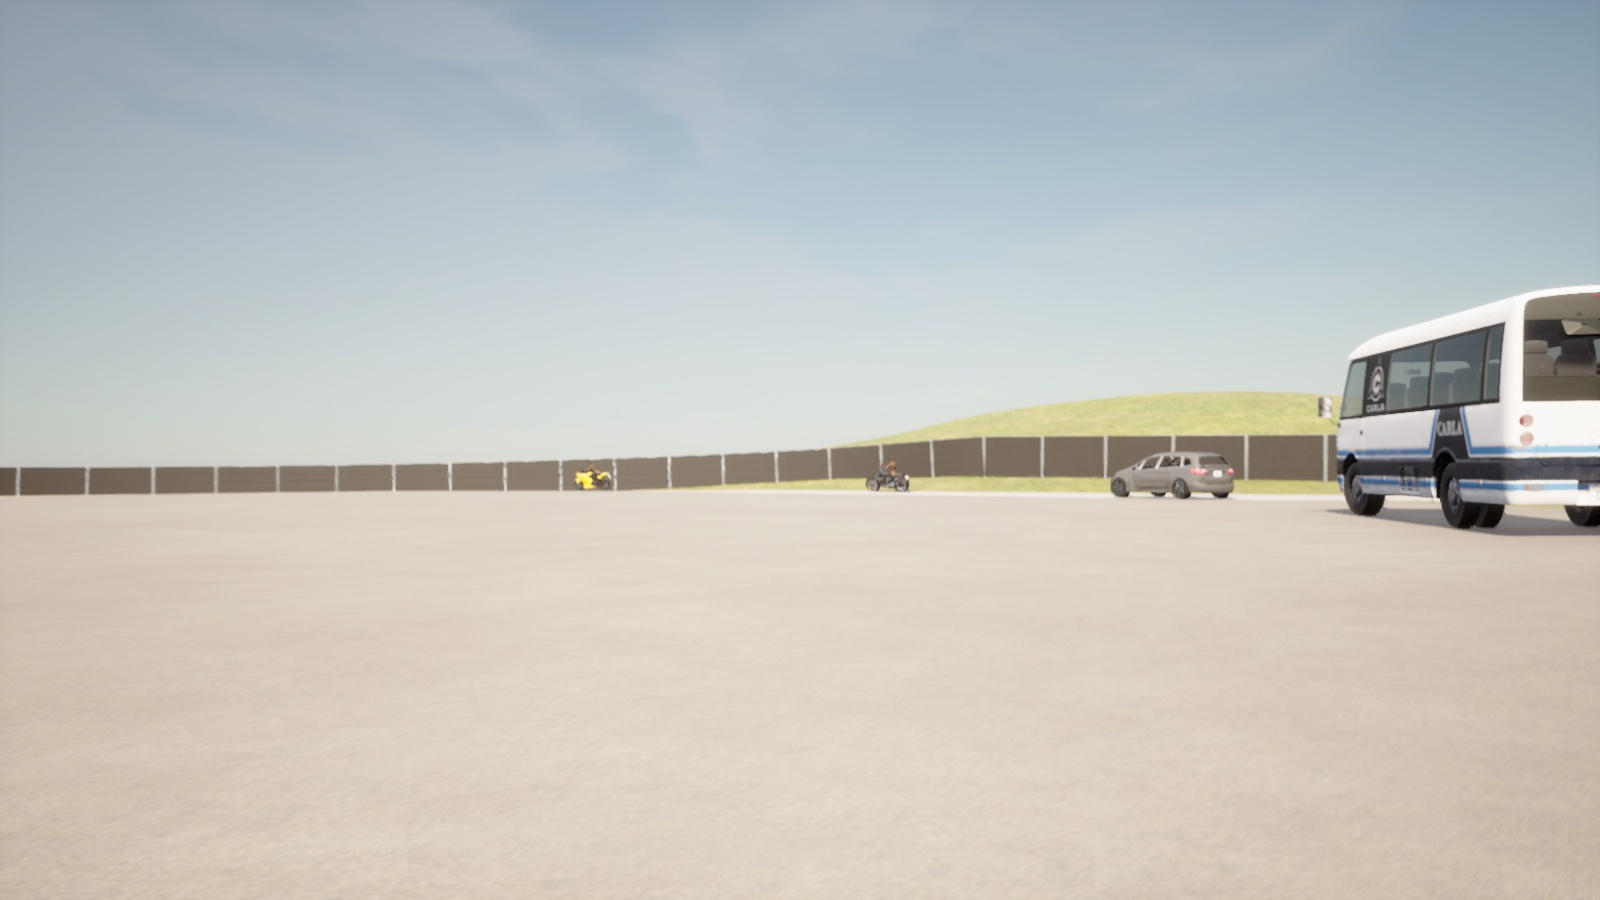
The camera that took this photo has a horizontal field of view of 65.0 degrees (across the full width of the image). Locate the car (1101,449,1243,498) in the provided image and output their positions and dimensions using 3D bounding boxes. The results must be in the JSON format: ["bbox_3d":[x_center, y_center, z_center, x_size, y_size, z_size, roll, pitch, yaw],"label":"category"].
[{"bbox_3d":[13.338,0.835,45.283,2.242,1.667,4.611,0,-1,-30],"label":"car"}]

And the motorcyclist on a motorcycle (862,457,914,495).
[{"bbox_3d":[3.982,1.182,56.913,2.350,1.649,0.766,-1,-1,41],"label":"motorcyclist on a motorcycle"}]

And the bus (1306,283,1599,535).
[{"bbox_3d":[14.158,-0.651,26.390,3.944,4.253,10.273,-1,-1,7],"label":"bus"}]

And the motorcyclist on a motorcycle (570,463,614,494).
[{"bbox_3d":[-10.525,1.453,63.573,2.044,1.523,0.797,-1,-1,13],"label":"motorcyclist on a motorcycle"}]
